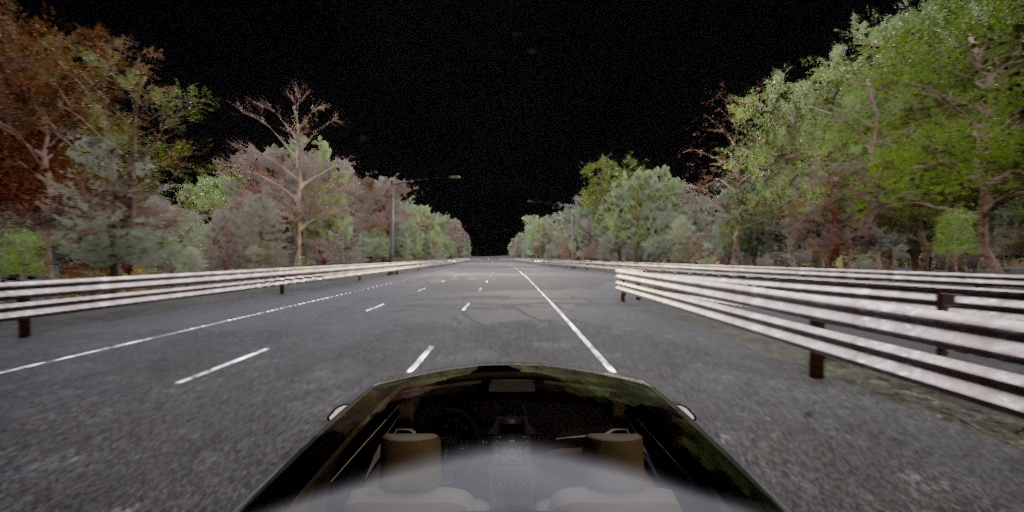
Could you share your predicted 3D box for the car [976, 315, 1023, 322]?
[{"bbox_3d":[13.351,1.277,7.416,1.882,1.535,5.008,0,0,-13],"label":"car"}]
